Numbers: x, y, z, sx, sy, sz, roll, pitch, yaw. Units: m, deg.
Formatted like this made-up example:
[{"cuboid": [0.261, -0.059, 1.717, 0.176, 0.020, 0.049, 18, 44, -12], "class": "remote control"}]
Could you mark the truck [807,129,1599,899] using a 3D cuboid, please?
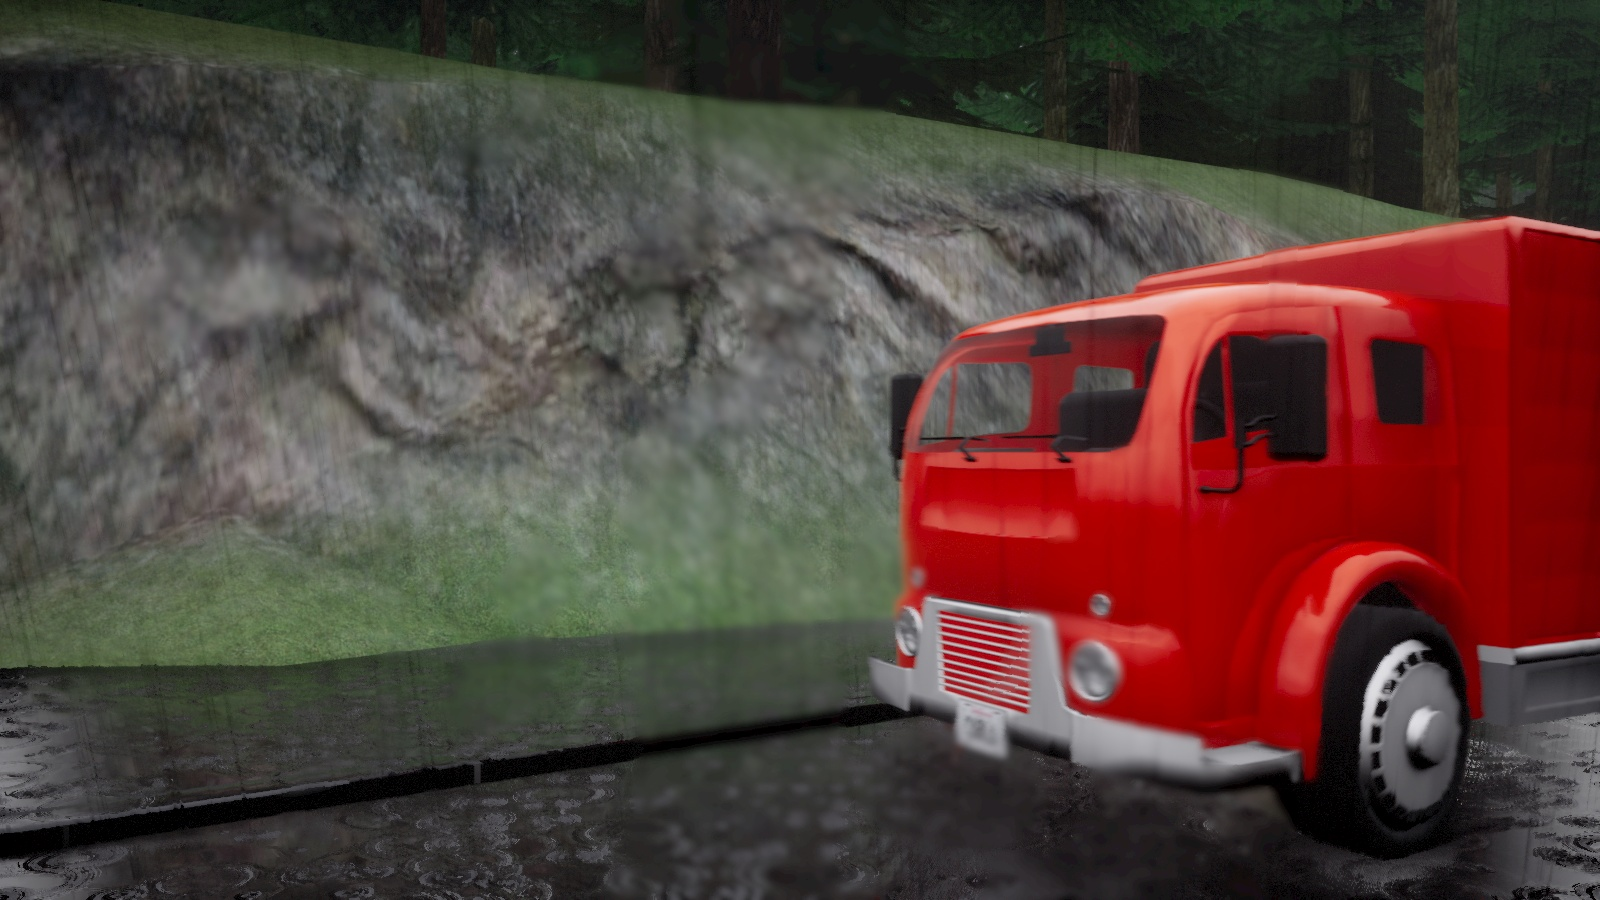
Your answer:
[{"cuboid": [2.947, 0.267, 6.222, 5.204, 2.467, 2.627, 0, 0, -30], "class": "truck"}]
